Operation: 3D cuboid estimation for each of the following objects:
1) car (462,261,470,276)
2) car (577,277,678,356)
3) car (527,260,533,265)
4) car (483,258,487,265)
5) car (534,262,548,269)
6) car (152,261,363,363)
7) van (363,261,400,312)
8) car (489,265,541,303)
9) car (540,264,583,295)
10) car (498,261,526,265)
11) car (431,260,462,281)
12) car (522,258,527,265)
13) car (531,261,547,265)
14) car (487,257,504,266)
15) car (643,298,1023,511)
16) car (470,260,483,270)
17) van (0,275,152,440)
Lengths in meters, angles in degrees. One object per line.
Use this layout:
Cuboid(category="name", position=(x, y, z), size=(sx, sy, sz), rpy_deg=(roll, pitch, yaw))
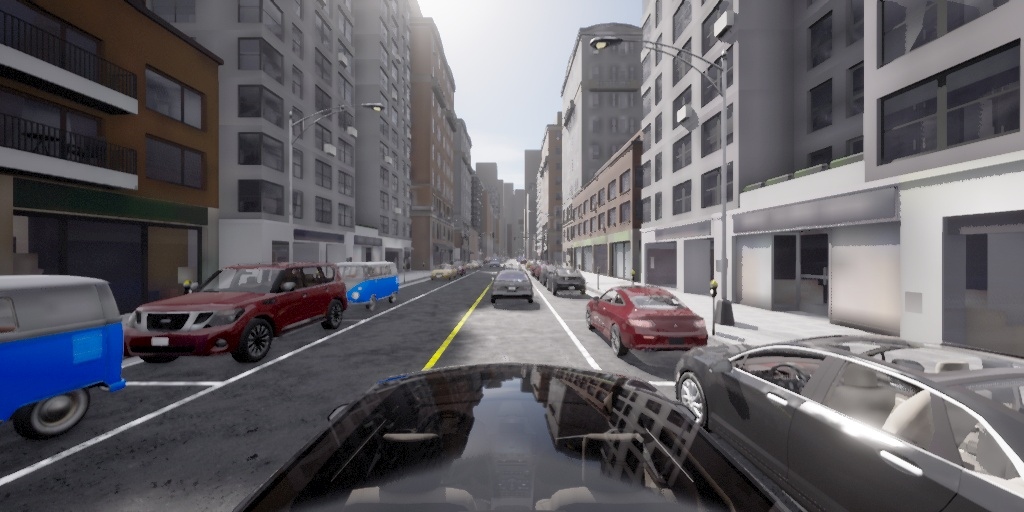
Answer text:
Cuboid(category="car", position=(-5.668, 1.176, 35.921), size=(1.967, 1.591, 4.097), rpy_deg=(0, 0, 0))
Cuboid(category="car", position=(2.858, 1.328, 8.291), size=(1.802, 1.307, 4.207), rpy_deg=(0, 0, 0))
Cuboid(category="car", position=(2.858, 1.176, 35.920), size=(1.967, 1.591, 4.097), rpy_deg=(0, 0, 0))
Cuboid(category="car", position=(-5.668, 1.283, 58.023), size=(2.007, 1.370, 4.403), rpy_deg=(0, 0, 0))
Cuboid(category="car", position=(2.858, 1.291, 24.869), size=(2.007, 1.370, 4.403), rpy_deg=(0, 0, 0))
Cuboid(category="car", position=(-5.668, 1.061, 8.292), size=(2.192, 1.841, 5.009), rpy_deg=(0, 0, 0))
Cuboid(category="van", position=(-5.665, 1.086, 13.816), size=(1.690, 1.789, 3.998), rpy_deg=(0, 0, 0))
Cuboid(category="car", position=(0.000, 1.308, 16.500), size=(2.033, 1.411, 5.357), rpy_deg=(0, 0, 0))
Cuboid(category="car", position=(2.858, 1.294, 19.343), size=(2.007, 1.370, 4.403), rpy_deg=(0, 0, 0))
Cuboid(category="car", position=(0.000, 1.355, 31.531), size=(1.895, 1.301, 4.718), rpy_deg=(0, 0, 0))
Cuboid(category="car", position=(-5.668, 1.264, 30.225), size=(1.751, 1.417, 4.829), rpy_deg=(0, 0, 0))
Cuboid(category="car", position=(2.858, 1.258, 52.667), size=(1.751, 1.417, 4.829), rpy_deg=(0, 0, 0))
Cuboid(category="car", position=(2.858, 1.320, 30.395), size=(1.802, 1.307, 4.207), rpy_deg=(0, 0, 0))
Cuboid(category="car", position=(-3.000, 1.335, 63.574), size=(2.033, 1.411, 5.357), rpy_deg=(0, 0, 0))
Cuboid(category="car", position=(2.858, 1.297, 2.765), size=(2.007, 1.370, 4.403), rpy_deg=(0, 0, 0))
Cuboid(category="car", position=(-5.668, 1.258, 52.328), size=(1.751, 1.417, 4.829), rpy_deg=(0, 0, 0))
Cuboid(category="van", position=(-5.668, 1.087, 2.765), size=(1.690, 1.789, 3.998), rpy_deg=(0, 0, 0))
